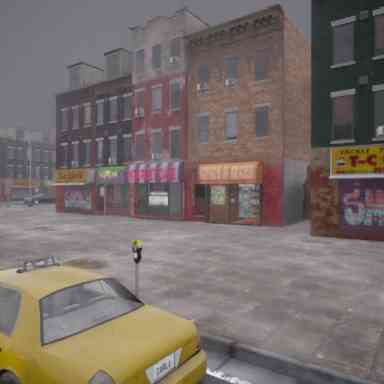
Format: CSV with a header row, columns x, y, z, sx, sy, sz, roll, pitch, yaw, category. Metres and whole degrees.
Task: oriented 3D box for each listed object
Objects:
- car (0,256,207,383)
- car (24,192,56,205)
x,y,z,sx,sy,sz,roll,pitch,yaw,category
-2.131,1.525,4.317,4.829,1.417,1.752,0,0,35,car
-19.408,0.853,43.480,1.837,1.490,4.892,0,2,35,car
